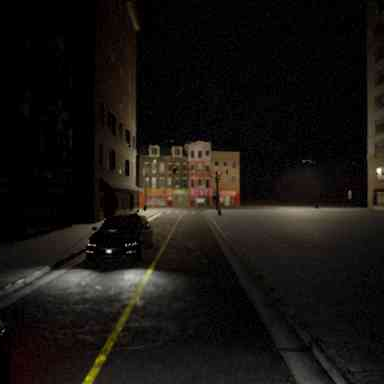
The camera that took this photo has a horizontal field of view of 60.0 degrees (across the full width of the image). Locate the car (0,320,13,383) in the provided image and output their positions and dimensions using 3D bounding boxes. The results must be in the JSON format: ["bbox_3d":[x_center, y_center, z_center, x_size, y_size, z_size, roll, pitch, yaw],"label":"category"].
[{"bbox_3d":[-2.594,1.520,1.196,1.837,1.490,4.892,0,-1,0],"label":"car"}]

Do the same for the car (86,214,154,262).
[{"bbox_3d":[-2.581,1.634,12.816,1.837,1.490,4.892,0,-1,0],"label":"car"}]

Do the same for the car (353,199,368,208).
[{"bbox_3d":[29.211,1.982,55.044,5.008,1.535,1.882,0,-1,-9],"label":"car"}]

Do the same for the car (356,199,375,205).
[{"bbox_3d":[41.464,2.348,79.662,1.994,1.385,4.181,0,-1,-10],"label":"car"}]
